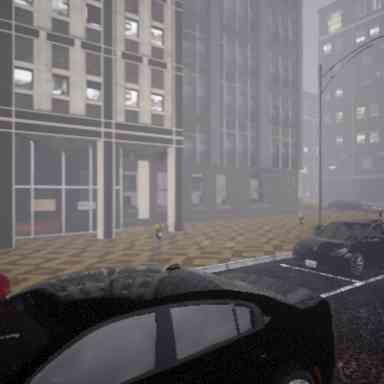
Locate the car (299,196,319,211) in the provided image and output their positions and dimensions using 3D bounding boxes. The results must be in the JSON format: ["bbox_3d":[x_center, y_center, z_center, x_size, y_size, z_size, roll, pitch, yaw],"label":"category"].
[{"bbox_3d":[11.824,1.263,36.169,1.752,1.417,4.829,0,0,-36],"label":"car"}]

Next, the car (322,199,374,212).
[{"bbox_3d":[15.020,1.330,31.702,1.802,1.307,4.206,0,0,-36],"label":"car"}]

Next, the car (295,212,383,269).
[{"bbox_3d":[4.918,1.502,10.052,4.313,1.339,1.947,0,1,-35],"label":"car"}]

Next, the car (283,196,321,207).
[{"bbox_3d":[15.145,1.239,45.928,1.752,1.417,4.829,0,0,-36],"label":"car"}]

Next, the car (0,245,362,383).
[{"bbox_3d":[-0.841,1.472,2.775,5.008,1.535,1.882,0,0,-35],"label":"car"}]

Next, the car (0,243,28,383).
[{"bbox_3d":[-4.350,1.556,3.454,4.507,1.381,1.887,0,1,-35],"label":"car"}]
